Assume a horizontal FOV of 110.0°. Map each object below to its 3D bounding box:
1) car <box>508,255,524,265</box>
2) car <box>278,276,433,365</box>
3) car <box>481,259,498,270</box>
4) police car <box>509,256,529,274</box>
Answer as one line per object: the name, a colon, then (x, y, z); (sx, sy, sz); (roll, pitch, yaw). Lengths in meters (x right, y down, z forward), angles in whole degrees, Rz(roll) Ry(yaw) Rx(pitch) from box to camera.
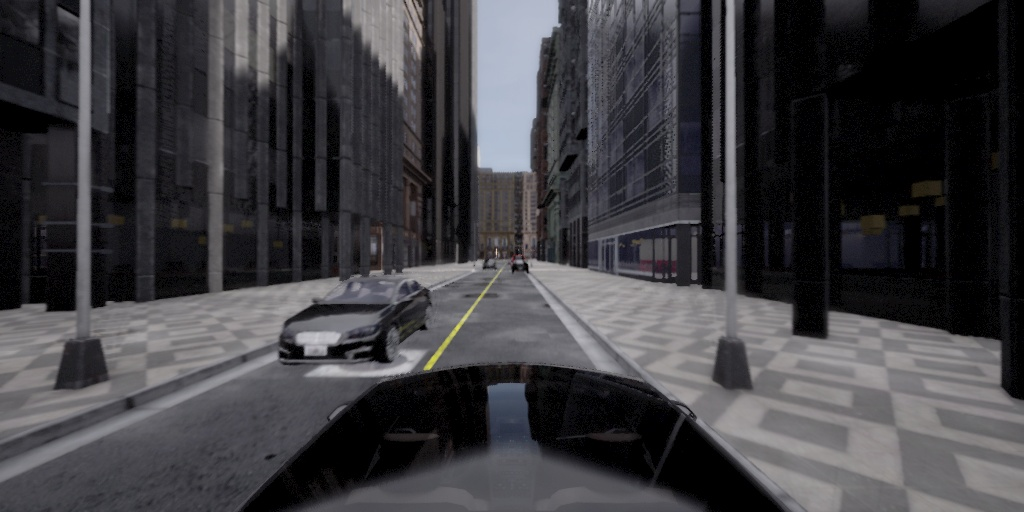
car: (0.917, 0.890, 50.258); (2.150, 2.045, 5.566); (0, 0, 0)
car: (-3.097, 1.226, 8.112); (2.128, 1.511, 4.902); (0, 0, 0)
car: (-3.060, 1.171, 49.214); (1.837, 1.490, 4.892); (0, 0, 0)
police car: (0.913, 1.101, 40.337); (1.930, 1.638, 5.238); (0, 0, 0)
